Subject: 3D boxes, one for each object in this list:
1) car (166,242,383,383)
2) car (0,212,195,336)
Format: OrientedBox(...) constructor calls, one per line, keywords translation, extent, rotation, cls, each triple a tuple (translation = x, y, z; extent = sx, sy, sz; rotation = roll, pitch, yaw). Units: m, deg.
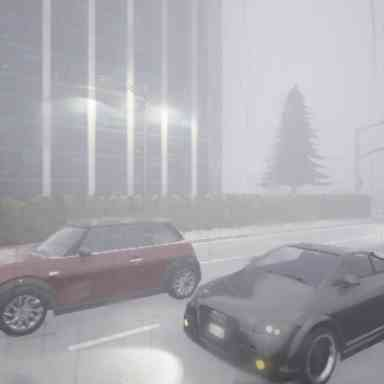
OrientedBox(translation=(1.940, 1.562, 5.348), extent=(4.181, 1.385, 1.994), rotation=(0, 0, -35), cls="car")
OrientedBox(translation=(-2.065, 1.352, 6.799), extent=(4.553, 1.767, 2.097), rotation=(0, 0, -35), cls="car")
